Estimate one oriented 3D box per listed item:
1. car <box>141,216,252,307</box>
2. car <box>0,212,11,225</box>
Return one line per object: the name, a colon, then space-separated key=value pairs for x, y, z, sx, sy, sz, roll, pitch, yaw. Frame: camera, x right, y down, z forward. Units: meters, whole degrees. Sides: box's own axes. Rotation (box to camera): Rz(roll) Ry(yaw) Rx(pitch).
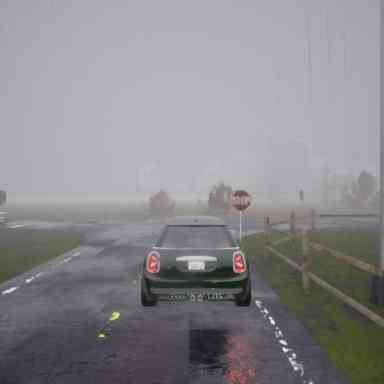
car: x=0.077 y=1.352 z=8.150 sx=2.097 sy=1.767 sz=4.553 roll=0 pitch=0 yaw=0
car: x=-14.911 y=1.638 z=22.423 sx=4.718 sy=1.301 sz=1.895 roll=0 pitch=0 yaw=2
